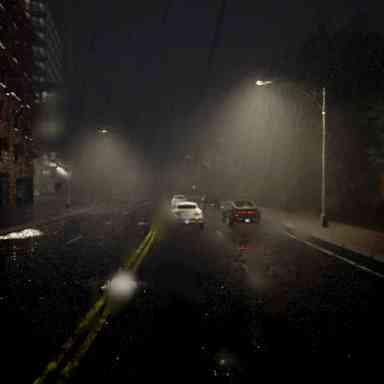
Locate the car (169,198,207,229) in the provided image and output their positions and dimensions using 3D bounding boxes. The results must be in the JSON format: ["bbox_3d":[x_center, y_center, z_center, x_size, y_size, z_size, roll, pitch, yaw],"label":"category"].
[{"bbox_3d":[-0.347,1.274,19.394,1.812,1.442,4.674,0,0,-2],"label":"car"}]

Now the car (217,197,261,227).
[{"bbox_3d":[2.874,1.236,20.232,1.837,1.490,4.892,0,1,-2],"label":"car"}]

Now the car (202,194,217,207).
[{"bbox_3d":[1.923,1.021,36.344,1.837,1.490,4.892,0,1,-4],"label":"car"}]

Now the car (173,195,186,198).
[{"bbox_3d":[-1.343,1.047,36.406,1.812,1.442,4.674,0,1,-4],"label":"car"}]

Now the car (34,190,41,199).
[{"bbox_3d":[-27.177,0.390,54.790,4.097,1.590,1.967,1,0,-13],"label":"car"}]
